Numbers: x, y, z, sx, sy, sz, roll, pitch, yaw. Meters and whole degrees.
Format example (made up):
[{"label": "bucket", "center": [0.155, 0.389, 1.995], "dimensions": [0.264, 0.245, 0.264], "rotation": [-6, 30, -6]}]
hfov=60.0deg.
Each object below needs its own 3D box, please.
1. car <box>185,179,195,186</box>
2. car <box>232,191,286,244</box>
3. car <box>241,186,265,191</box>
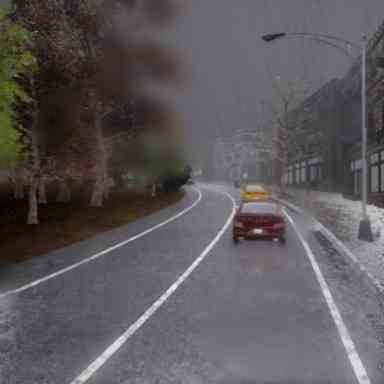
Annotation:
[{"label": "car", "center": [-0.758, -2.107, 69.348], "dimensions": [1.882, 1.535, 5.008], "rotation": [1, 3, -12]}, {"label": "car", "center": [2.756, 1.011, 13.523], "dimensions": [1.882, 1.535, 5.008], "rotation": [0, 4, 13]}, {"label": "car", "center": [5.266, 0.182, 28.548], "dimensions": [1.882, 1.535, 5.008], "rotation": [1, 3, 6]}]
